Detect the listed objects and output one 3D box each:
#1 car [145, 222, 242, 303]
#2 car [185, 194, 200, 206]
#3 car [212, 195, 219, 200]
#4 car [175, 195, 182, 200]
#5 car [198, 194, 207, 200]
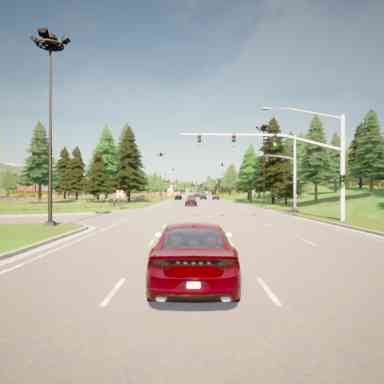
[{"bbox_3d":[0.040,1.477,8.294,1.882,1.535,5.008,0,0,0],"label":"car"},{"bbox_3d":[-0.150,1.524,52.897,1.812,1.442,4.674,0,0,0],"label":"car"},{"bbox_3d":[6.731,1.522,94.363,2.128,1.511,4.902,0,0,0],"label":"car"},{"bbox_3d":[-3.769,1.474,94.333,1.882,1.535,5.008,0,0,0],"label":"car"},{"bbox_3d":[3.231,1.521,94.353,1.812,1.442,4.674,0,0,0],"label":"car"}]
